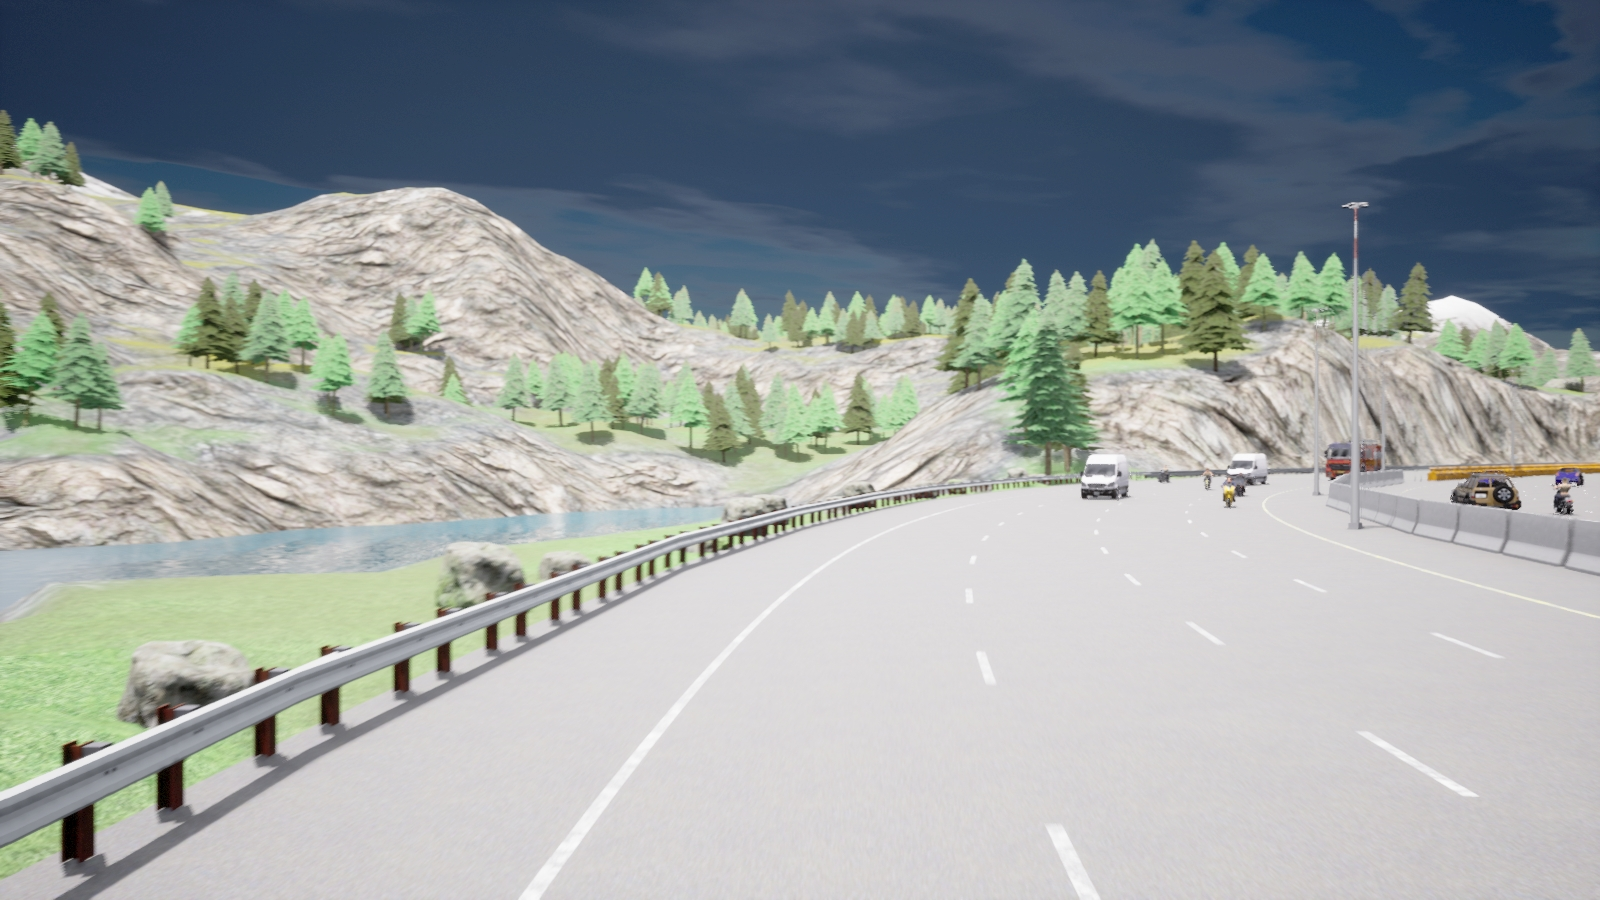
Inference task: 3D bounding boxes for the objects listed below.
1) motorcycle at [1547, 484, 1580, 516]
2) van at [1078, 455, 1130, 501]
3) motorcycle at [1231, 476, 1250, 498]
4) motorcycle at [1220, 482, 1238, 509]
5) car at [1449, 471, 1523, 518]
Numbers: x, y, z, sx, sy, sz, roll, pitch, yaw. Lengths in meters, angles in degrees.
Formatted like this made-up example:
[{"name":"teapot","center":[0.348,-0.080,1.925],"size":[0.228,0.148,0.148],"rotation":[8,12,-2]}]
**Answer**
[{"name":"motorcycle","center":[34.098,2.207,51.060],"size":[0.764,1.325,2.356],"rotation":[0,0,22]},{"name":"van","center":[17.781,1.566,66.559],"size":[1.988,2.561,5.915],"rotation":[0,0,24]},{"name":"motorcycle","center":[26.762,2.253,69.377],"size":[0.867,1.251,2.209],"rotation":[0,0,26]},{"name":"motorcycle","center":[20.911,2.214,55.668],"size":[0.803,1.217,2.033],"rotation":[0,0,21]},{"name":"car","center":[30.059,1.917,50.185],"size":[1.932,1.855,4.605],"rotation":[0,0,20]}]
